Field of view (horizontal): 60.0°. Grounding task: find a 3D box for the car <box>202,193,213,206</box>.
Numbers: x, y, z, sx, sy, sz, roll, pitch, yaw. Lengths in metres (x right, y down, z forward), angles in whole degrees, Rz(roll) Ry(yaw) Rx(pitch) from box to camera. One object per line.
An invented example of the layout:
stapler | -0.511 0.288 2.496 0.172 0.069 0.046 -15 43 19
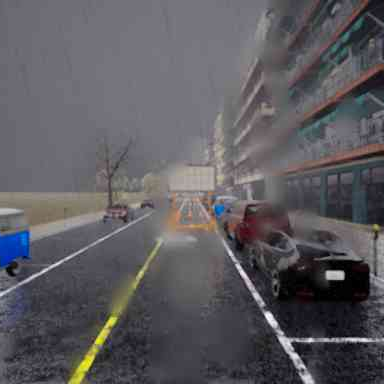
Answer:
car | 2.584 1.157 36.376 2.192 1.841 5.009 1 0 0

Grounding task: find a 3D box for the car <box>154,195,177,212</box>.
car | -2.838 1.364 37.151 1.812 1.442 4.674 0 0 0

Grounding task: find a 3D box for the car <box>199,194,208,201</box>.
car | 2.589 1.199 76.174 1.752 1.417 4.829 1 0 0

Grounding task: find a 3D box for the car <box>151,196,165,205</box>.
car | -5.296 1.353 52.815 1.802 1.307 4.206 1 0 0

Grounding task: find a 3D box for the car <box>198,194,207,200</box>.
car | 2.590 1.202 81.664 2.008 1.369 4.403 1 0 0

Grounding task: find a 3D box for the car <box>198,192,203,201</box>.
car | 2.587 1.084 53.359 2.192 1.841 5.009 1 0 0

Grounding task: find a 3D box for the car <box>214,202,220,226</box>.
car | 2.578 1.482 19.394 1.947 1.339 4.313 1 0 0

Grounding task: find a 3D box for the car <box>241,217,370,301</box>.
car | 2.576 1.531 8.072 1.947 1.339 4.313 1 0 0

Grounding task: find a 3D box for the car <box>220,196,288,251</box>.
car | 2.580 1.255 13.732 2.192 1.841 5.009 1 0 0

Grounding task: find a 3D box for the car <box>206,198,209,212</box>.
car | 2.580 1.391 30.886 1.752 1.417 4.829 1 0 0

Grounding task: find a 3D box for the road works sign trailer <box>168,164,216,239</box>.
road works sign trailer | 0.004 0.391 16.776 2.380 3.560 2.880 0 0 0

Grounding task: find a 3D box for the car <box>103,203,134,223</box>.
car | -5.302 1.475 24.545 1.802 1.307 4.206 1 0 0

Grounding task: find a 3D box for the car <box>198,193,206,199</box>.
car | 2.592 1.068 87.325 1.967 1.590 4.097 1 0 0

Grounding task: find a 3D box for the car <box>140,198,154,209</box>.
car | -5.298 1.385 41.507 1.947 1.339 4.313 1 0 0

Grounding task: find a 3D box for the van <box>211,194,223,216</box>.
van | 2.581 1.232 25.054 1.690 1.788 3.998 1 0 0

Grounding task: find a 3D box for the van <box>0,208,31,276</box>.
van | -5.302 1.307 7.582 1.690 1.788 3.998 1 0 0

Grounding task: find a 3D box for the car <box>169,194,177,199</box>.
car | -5.289 1.157 92.392 2.008 1.369 4.403 1 0 0
